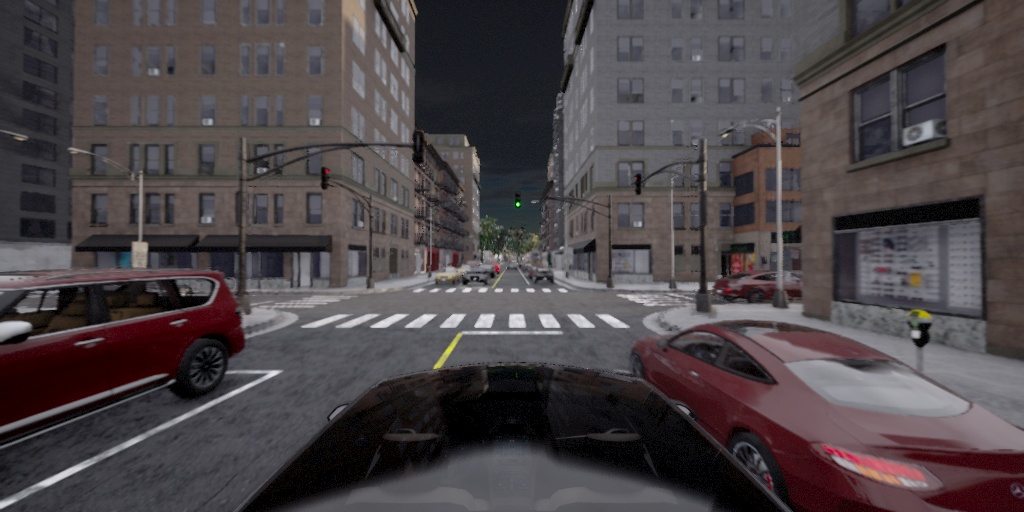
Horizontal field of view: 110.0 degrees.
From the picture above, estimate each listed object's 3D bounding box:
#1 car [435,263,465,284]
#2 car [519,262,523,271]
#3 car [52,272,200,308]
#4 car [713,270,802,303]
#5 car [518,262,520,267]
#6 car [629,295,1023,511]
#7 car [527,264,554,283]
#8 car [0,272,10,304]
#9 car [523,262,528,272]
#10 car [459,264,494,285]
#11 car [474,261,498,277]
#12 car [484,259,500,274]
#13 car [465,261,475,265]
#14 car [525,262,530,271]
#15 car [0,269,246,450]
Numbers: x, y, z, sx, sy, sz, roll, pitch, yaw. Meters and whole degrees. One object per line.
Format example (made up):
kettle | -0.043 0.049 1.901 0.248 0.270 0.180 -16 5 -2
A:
car | -5.410 1.575 30.736 1.751 1.417 4.829 0 0 0
car | 2.649 1.885 58.313 2.007 1.370 4.403 0 0 0
car | -17.116 1.492 16.072 4.674 1.442 1.812 0 -1 0
car | 11.394 1.358 15.873 4.674 1.442 1.812 0 -1 -3
car | 2.650 1.942 63.794 2.007 1.370 4.403 0 0 0
car | 2.638 1.354 3.898 1.802 1.307 4.207 0 0 0
car | 2.643 1.600 30.905 2.007 1.370 4.403 0 0 0
car | -26.426 1.499 16.060 4.902 1.511 2.128 0 -1 0
car | 2.646 1.714 41.868 2.007 1.370 4.403 0 0 0
car | -2.854 1.601 29.640 1.994 1.385 4.181 0 -1 0
car | -2.837 1.618 39.657 1.882 1.535 5.008 0 -1 0
car | -2.818 1.466 49.889 2.150 2.045 5.566 0 0 0
car | -5.404 1.689 41.699 1.751 1.417 4.829 0 0 0
car | 2.645 1.652 36.386 1.888 1.381 4.507 0 0 0
car | -5.400 1.087 3.900 2.192 1.841 5.009 0 0 0
